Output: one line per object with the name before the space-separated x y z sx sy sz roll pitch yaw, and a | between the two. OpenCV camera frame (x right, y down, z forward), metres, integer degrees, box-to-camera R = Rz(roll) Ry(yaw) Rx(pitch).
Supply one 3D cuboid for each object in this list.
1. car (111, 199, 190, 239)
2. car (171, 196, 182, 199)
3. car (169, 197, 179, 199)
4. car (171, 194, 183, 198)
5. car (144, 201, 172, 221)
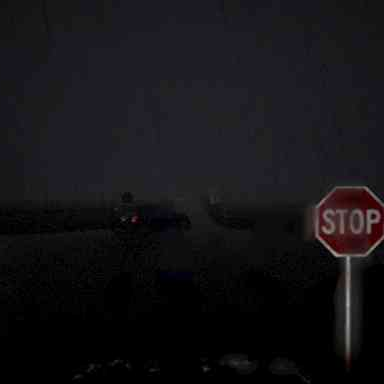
car | -2.119 1.443 18.352 2.097 1.767 4.553 -1 -1 39
car | -2.889 1.695 48.858 1.882 1.535 5.008 0 0 0
car | -2.886 1.692 39.306 1.837 1.490 4.892 0 0 0
car | -2.867 1.473 60.155 2.150 2.045 5.566 0 0 0
car | -2.912 1.628 29.610 1.882 1.535 5.008 0 0 1
